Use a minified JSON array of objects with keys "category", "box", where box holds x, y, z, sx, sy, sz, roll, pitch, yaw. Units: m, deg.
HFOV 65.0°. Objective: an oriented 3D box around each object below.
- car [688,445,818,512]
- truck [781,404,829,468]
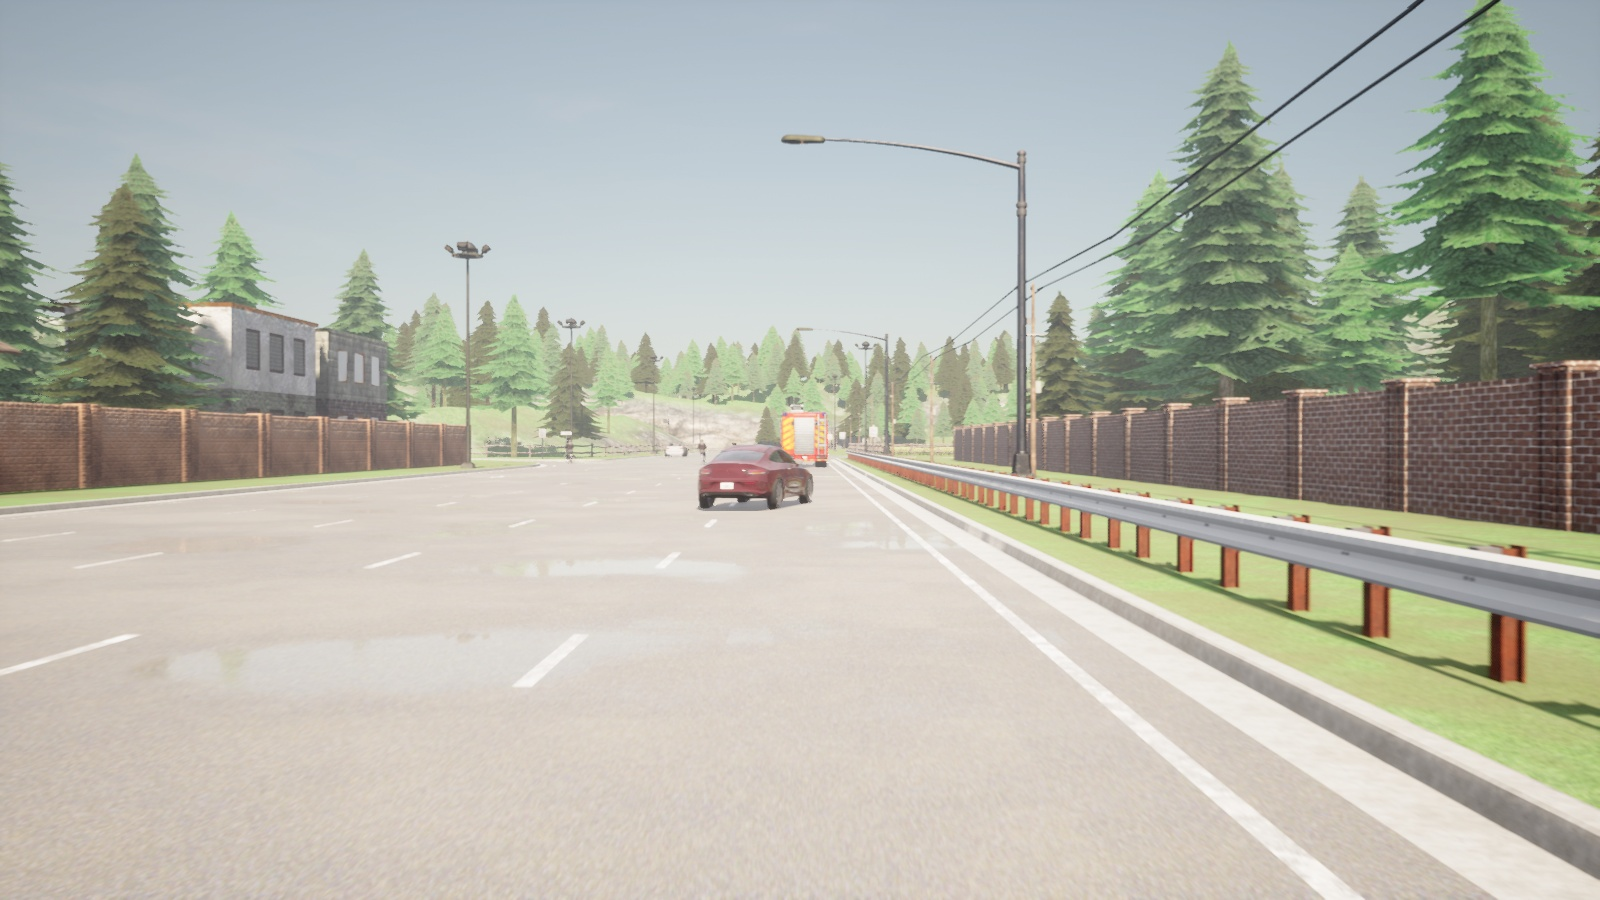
[{"category":"car","box":[-1.000,0.604,29.668,1.812,1.442,4.674,0,0,14]},{"category":"truck","box":[0.303,-0.870,80.244,2.891,3.827,8.468,0,0,0]}]
